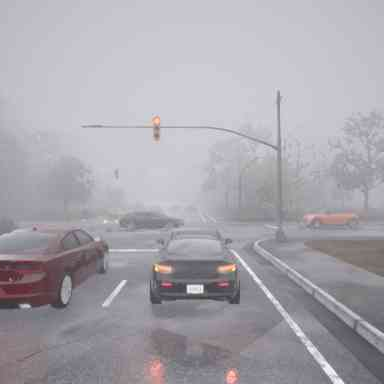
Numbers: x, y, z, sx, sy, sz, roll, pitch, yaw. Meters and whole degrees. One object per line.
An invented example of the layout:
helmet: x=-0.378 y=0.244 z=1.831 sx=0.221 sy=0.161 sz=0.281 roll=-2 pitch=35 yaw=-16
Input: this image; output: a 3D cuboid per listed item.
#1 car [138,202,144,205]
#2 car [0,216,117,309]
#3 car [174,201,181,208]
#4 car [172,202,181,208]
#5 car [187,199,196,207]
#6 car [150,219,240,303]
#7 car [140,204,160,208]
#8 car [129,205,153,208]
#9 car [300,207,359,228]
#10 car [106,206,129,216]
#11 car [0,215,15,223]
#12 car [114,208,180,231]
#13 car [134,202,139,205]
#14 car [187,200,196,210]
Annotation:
car: x=-10.651 y=3.034 z=66.516 sx=2.150 sy=2.045 sz=5.566 roll=0 pitch=0 yaw=0
car: x=-3.433 y=1.555 z=8.081 sx=1.882 sy=1.535 sz=5.008 roll=0 pitch=-1 yaw=0
car: x=-3.769 y=3.220 z=86.847 sx=1.812 sy=1.442 sz=4.674 roll=0 pitch=0 yaw=-4
car: x=-3.649 y=3.350 z=76.936 sx=1.895 sy=1.301 sz=4.718 roll=0 pitch=0 yaw=0
car: x=-0.261 y=2.887 z=86.971 sx=2.097 sy=1.767 sz=4.553 roll=0 pitch=0 yaw=-4
car: x=0.064 y=1.605 z=8.225 sx=1.812 sy=1.442 sz=4.674 roll=0 pitch=-1 yaw=0
car: x=-7.194 y=3.251 z=56.603 sx=2.128 sy=1.511 sz=4.902 roll=0 pitch=-1 yaw=0
car: x=-7.178 y=3.032 z=47.133 sx=1.882 sy=1.535 sz=5.008 roll=0 pitch=-2 yaw=1
car: x=11.754 y=2.161 z=28.625 sx=4.553 sy=1.767 sz=2.097 roll=0 pitch=-2 yaw=-2
car: x=-10.688 y=3.028 z=46.997 sx=1.882 sy=1.535 sz=5.008 roll=0 pitch=-2 yaw=0
car: x=-10.228 y=1.857 z=16.763 sx=2.033 sy=1.411 sz=5.357 roll=1 pitch=-2 yaw=-12
car: x=-3.000 y=2.158 z=25.009 sx=4.892 sy=1.490 sz=1.837 roll=0 pitch=-2 yaw=3
car: x=-10.692 y=3.101 z=55.856 sx=2.097 sy=1.767 sz=4.553 roll=0 pitch=-1 yaw=0
car: x=-0.150 y=3.298 z=77.237 sx=1.994 sy=1.385 sz=4.181 roll=0 pitch=0 yaw=0
